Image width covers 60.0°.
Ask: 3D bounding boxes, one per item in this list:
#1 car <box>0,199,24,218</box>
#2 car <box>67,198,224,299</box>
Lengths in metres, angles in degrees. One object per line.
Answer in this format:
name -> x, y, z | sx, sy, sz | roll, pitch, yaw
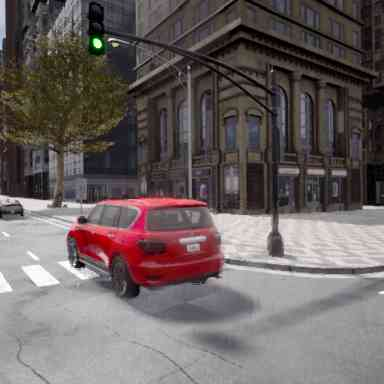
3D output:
car -> -15.832, 1.384, 28.699 | 2.128, 1.511, 4.902 | -1, 1, -36
car -> -1.535, 1.182, 8.726 | 2.150, 2.045, 5.566 | -1, 1, -36
